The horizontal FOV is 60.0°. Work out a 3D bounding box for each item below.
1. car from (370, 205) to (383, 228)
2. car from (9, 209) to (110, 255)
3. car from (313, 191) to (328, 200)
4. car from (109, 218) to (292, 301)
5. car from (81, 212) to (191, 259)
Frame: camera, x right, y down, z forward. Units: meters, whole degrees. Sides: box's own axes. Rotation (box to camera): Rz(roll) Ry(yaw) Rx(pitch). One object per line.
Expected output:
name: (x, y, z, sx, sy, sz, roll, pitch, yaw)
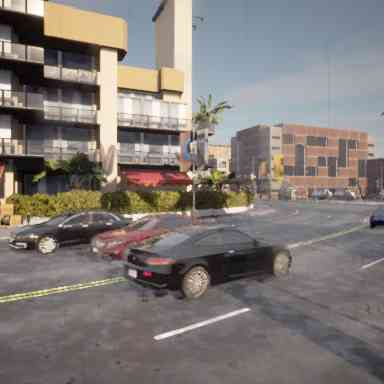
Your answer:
car: (12.828, 1.555, 21.470, 1.994, 1.385, 4.181, 0, 0, 36)
car: (-4.594, 1.493, 13.425, 4.892, 1.490, 1.837, 0, 0, -40)
car: (34.339, 1.210, 86.109, 2.185, 1.767, 4.553, 0, 0, -24)
car: (0.551, 1.520, 8.344, 4.674, 1.442, 1.812, 0, 0, -39)
car: (-1.196, 1.517, 11.704, 4.674, 1.442, 1.812, 0, 0, -41)
